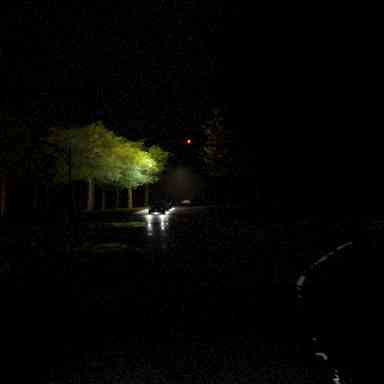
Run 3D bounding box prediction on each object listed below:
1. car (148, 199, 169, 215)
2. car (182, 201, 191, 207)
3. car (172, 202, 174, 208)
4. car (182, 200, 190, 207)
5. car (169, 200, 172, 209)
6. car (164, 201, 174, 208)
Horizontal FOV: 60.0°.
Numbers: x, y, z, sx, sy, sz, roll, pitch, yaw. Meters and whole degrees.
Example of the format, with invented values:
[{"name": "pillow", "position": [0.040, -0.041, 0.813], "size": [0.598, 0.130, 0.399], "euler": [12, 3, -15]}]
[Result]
[{"name": "car", "position": [-4.153, 1.902, 40.058], "size": [1.837, 1.490, 4.892], "euler": [0, -1, -1]}, {"name": "car", "position": [-1.239, 2.620, 70.526], "size": [1.895, 1.301, 4.718], "euler": [0, -2, -1]}, {"name": "car", "position": [-4.545, 2.073, 57.983], "size": [2.097, 1.767, 4.553], "euler": [0, -1, -1]}, {"name": "car", "position": [-1.473, 2.824, 80.614], "size": [1.882, 1.535, 5.008], "euler": [0, -2, -1]}, {"name": "car", "position": [-4.353, 2.079, 49.051], "size": [1.812, 1.442, 4.674], "euler": [0, -1, -1]}, {"name": "car", "position": [-4.707, 2.565, 68.213], "size": [1.895, 1.301, 4.718], "euler": [0, -2, -1]}]
